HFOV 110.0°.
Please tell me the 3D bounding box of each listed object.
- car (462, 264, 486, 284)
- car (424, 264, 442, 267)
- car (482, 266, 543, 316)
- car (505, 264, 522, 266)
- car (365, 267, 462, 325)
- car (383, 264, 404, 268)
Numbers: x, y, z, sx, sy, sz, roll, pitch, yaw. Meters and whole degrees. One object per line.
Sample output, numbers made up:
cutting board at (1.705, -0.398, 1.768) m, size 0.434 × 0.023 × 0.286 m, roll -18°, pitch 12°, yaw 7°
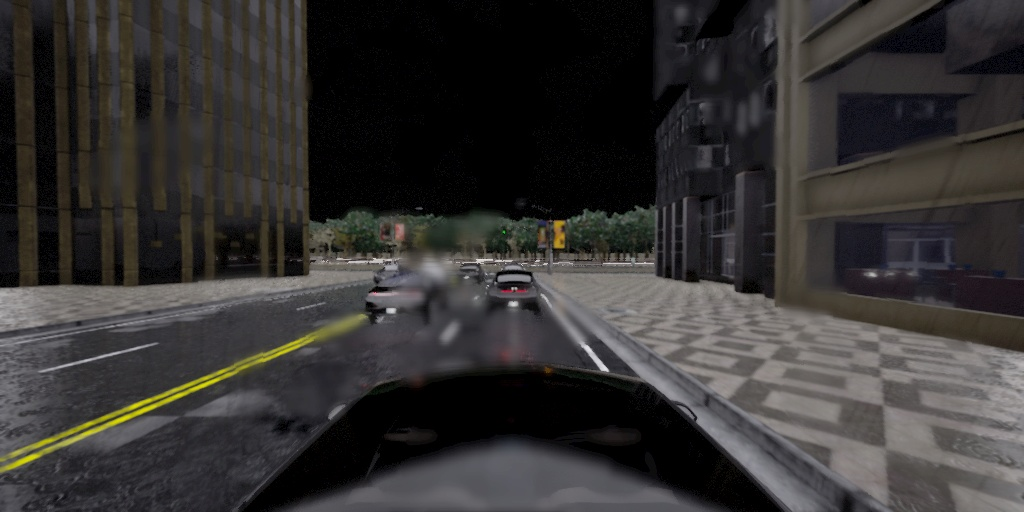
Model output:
car at (-3.165, 1.392, 28.317) m, size 1.837 × 1.490 × 4.892 m, roll 0°, pitch -1°, yaw 0°
car at (-6.587, 1.423, 29.609) m, size 1.812 × 1.442 × 4.674 m, roll 0°, pitch 0°, yaw 0°
car at (0.084, 1.281, 13.430) m, size 1.837 × 1.490 × 4.892 m, roll 0°, pitch -1°, yaw 0°
car at (0.088, 1.371, 29.054) m, size 1.882 × 1.535 × 5.008 m, roll 0°, pitch 0°, yaw 0°
car at (-3.170, 1.259, 11.910) m, size 2.128 × 1.511 × 4.902 m, roll 0°, pitch 0°, yaw 0°
car at (-9.837, 1.423, 29.681) m, size 1.812 × 1.442 × 4.674 m, roll 0°, pitch 0°, yaw 0°
